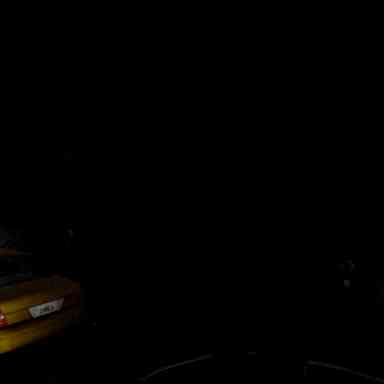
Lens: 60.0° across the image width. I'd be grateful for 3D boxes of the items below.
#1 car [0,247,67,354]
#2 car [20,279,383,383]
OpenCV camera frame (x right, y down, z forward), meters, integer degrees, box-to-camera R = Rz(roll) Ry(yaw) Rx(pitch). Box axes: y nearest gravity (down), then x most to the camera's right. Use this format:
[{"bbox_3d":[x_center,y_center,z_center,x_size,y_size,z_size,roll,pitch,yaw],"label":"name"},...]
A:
[{"bbox_3d":[-3.826,1.525,5.800,4.829,1.417,1.752,0,0,35],"label":"car"},{"bbox_3d":[0.813,1.566,2.499,4.313,1.339,1.947,0,0,35],"label":"car"}]
